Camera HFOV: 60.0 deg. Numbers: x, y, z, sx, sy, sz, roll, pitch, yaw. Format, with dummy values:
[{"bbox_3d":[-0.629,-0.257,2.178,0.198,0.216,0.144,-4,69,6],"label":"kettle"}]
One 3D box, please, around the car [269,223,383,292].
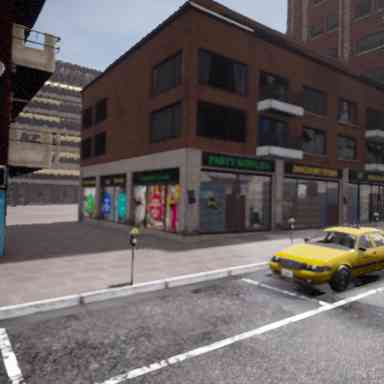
[{"bbox_3d":[4.160,1.554,9.038,4.829,1.417,1.752,0,2,-35],"label":"car"}]
